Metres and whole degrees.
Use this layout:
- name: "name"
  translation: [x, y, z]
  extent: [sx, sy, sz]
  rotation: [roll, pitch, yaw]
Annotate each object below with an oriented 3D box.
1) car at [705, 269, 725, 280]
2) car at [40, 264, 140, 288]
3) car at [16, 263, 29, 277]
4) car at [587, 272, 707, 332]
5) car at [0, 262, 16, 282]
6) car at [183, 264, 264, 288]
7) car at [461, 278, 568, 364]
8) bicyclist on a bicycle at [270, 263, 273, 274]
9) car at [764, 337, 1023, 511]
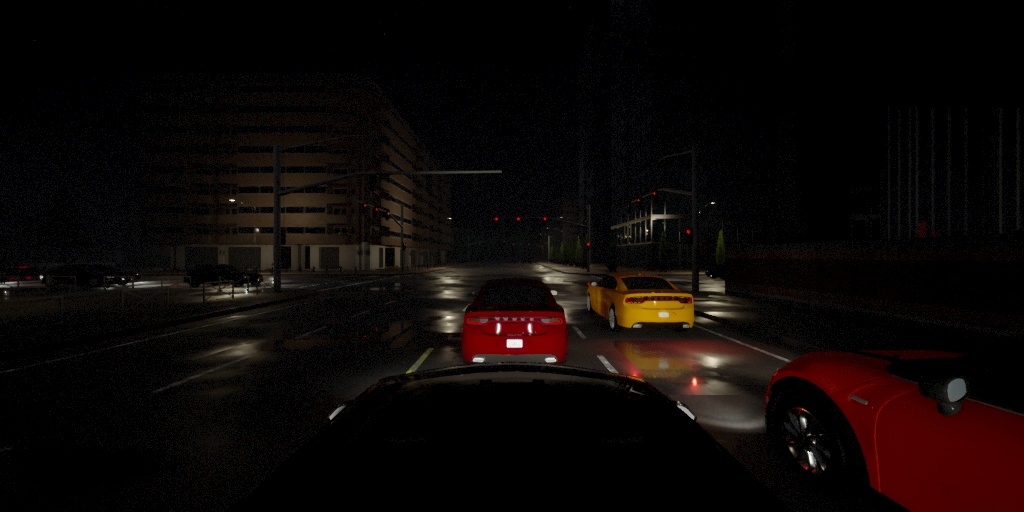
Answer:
- name: "car"
  translation: [19.537, 1.406, 31.195]
  extent: [4.718, 1.301, 1.895]
  rotation: [0, 0, 0]
- name: "car"
  translation: [-28.657, 1.310, 24.201]
  extent: [4.892, 1.490, 1.837]
  rotation: [0, 0, 0]
- name: "car"
  translation: [-50.330, 1.297, 34.946]
  extent: [4.902, 1.511, 2.128]
  rotation: [0, 0, 1]
- name: "car"
  translation: [3.582, 1.228, 10.898]
  extent: [1.882, 1.535, 5.008]
  rotation: [0, 0, 0]
- name: "car"
  translation: [-42.236, 1.331, 27.776]
  extent: [4.674, 1.442, 1.812]
  rotation: [0, 0, 0]
- name: "car"
  translation: [-19.417, 1.331, 24.180]
  extent: [4.674, 1.442, 1.812]
  rotation: [0, 0, 0]
- name: "car"
  translation: [0.062, 1.228, 8.125]
  extent: [1.882, 1.535, 5.008]
  rotation: [0, 0, 0]
- name: "bicyclist on a bicycle"
  translation: [-25.518, 1.106, 38.671]
  extent: [0.582, 1.620, 1.656]
  rotation: [0, 0, 0]
- name: "car"
  translation: [3.600, 1.102, 1.752]
  extent: [2.097, 1.767, 4.553]
  rotation: [0, 0, 0]
